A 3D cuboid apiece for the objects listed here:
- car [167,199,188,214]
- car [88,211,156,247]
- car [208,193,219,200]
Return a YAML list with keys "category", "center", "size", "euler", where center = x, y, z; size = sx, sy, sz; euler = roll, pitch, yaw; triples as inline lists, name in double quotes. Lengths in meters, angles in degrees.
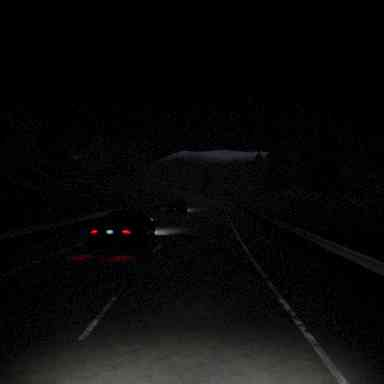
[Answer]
- category: "car"
  center: [-1.522, 1.469, 35.376]
  size: [2.128, 1.511, 4.902]
  euler: [0, 0, 4]
- category: "car"
  center: [-2.913, 1.535, 14.867]
  size: [2.033, 1.411, 5.357]
  euler: [0, 0, 3]
- category: "car"
  center: [6.330, 1.304, 91.808]
  size: [2.097, 1.767, 4.553]
  euler: [0, 0, 1]
